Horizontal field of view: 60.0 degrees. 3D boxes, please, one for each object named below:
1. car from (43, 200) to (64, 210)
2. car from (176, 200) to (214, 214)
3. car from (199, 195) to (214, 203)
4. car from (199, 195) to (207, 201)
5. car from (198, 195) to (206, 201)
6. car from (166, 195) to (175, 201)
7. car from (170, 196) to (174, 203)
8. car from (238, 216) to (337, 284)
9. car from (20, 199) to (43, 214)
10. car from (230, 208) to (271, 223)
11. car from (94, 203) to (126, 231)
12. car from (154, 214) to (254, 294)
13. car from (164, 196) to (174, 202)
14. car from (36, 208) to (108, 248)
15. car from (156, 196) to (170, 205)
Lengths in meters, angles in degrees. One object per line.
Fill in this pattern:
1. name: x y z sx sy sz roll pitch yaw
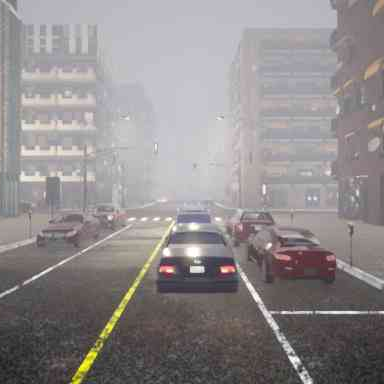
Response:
1. car: -17.617 1.584 39.760 4.313 1.339 1.947 0 -1 0
2. car: 0.096 1.479 19.590 1.882 1.535 5.008 0 0 0
3. car: 2.583 1.552 52.941 2.008 1.369 4.403 1 0 0
4. car: 2.588 1.543 81.296 1.887 1.381 4.507 1 0 0
5. car: 2.589 1.549 86.967 2.008 1.369 4.403 1 0 0
6. car: -5.293 1.543 81.267 1.887 1.381 4.507 1 0 0
7. car: -5.294 1.525 69.755 1.752 1.417 4.829 1 0 0
8. car: 2.575 1.583 9.293 1.802 1.307 4.206 1 0 0
9. car: -17.557 1.236 31.884 5.009 1.841 2.192 0 -1 0
10. car: 2.578 1.441 14.842 1.967 1.590 4.097 1 0 0
11. car: -5.310 1.441 20.371 1.967 1.590 4.097 1 0 0
12. car: 0.102 1.548 8.948 2.033 1.411 5.357 0 0 0
13. car: -5.294 1.565 75.597 1.947 1.339 4.313 1 0 0
14. car: -5.309 1.583 14.821 1.802 1.307 4.206 1 0 0
15. car: -5.296 1.526 58.413 1.752 1.417 4.829 1 0 0
